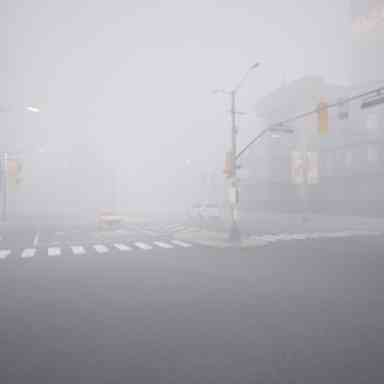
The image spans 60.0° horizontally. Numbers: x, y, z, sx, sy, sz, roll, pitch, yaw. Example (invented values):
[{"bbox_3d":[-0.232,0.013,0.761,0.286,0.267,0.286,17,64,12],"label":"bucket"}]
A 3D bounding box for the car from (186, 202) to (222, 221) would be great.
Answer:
[{"bbox_3d":[1.208,2.206,37.976,2.150,2.045,5.566,0,-2,-24],"label":"car"}]

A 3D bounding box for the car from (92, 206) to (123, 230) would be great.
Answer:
[{"bbox_3d":[-7.103,2.234,27.981,1.882,1.535,5.008,0,-2,-23],"label":"car"}]
